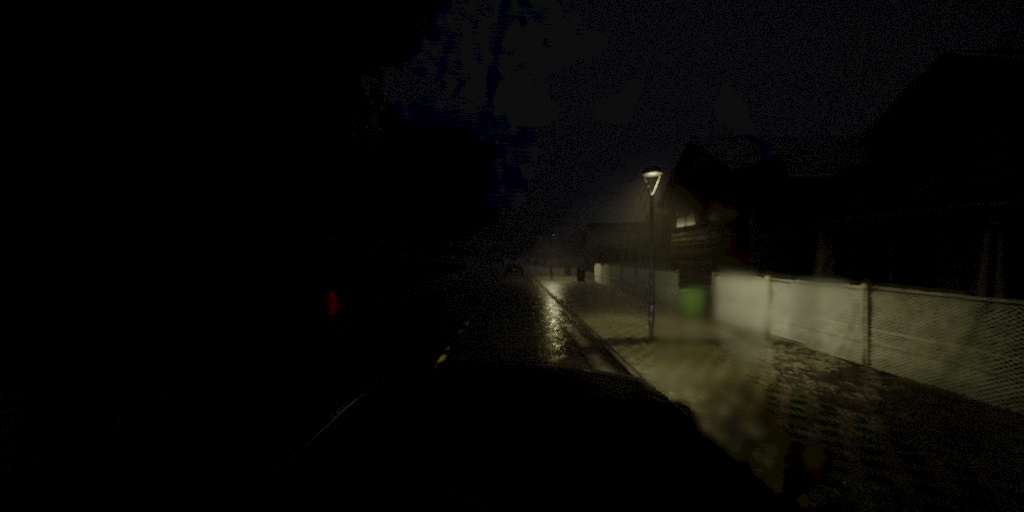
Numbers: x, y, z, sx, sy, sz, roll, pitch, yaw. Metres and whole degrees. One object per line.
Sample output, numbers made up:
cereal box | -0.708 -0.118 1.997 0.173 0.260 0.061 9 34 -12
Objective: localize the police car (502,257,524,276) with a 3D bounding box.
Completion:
police car | 0.224 1.108 37.423 1.930 1.638 5.238 0 0 0
